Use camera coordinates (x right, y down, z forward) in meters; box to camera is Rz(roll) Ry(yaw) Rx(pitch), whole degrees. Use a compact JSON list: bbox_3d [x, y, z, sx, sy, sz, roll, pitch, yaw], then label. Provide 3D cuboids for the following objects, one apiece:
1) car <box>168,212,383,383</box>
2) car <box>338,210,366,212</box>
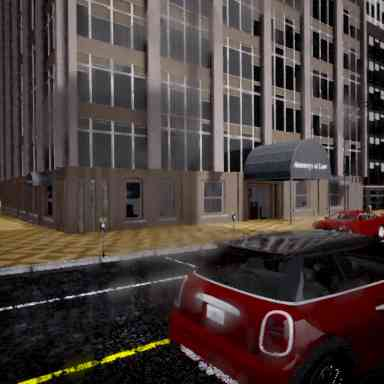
[{"bbox_3d":[1.983,1.351,4.849,4.553,1.767,2.097,0,0,-36],"label":"car"},{"bbox_3d":[7.474,1.542,15.764,4.507,1.381,1.887,0,-1,-35],"label":"car"}]
